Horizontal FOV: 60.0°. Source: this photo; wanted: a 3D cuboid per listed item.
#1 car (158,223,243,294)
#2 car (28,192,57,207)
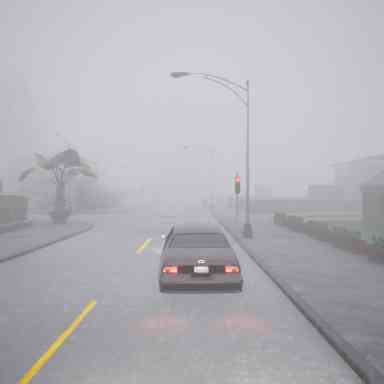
[{"bbox_3d":[0.111,1.547,8.948,2.033,1.411,5.357,0,0,-2],"label":"car"},{"bbox_3d":[-19.770,0.986,43.858,1.905,1.878,3.866,0,0,35],"label":"car"}]
